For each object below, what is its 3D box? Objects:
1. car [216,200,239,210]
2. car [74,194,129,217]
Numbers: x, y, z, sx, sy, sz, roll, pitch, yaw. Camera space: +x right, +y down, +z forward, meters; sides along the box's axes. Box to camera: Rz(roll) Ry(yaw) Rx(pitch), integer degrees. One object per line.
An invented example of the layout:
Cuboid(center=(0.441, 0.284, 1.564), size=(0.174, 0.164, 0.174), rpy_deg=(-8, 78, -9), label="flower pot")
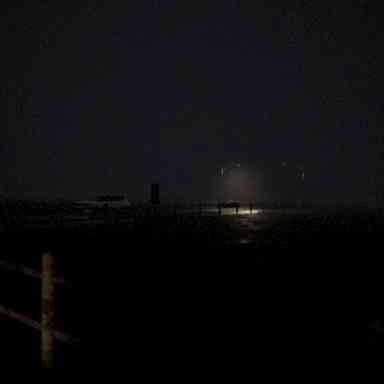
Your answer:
Cuboid(center=(5.561, 1.954, 51.626), size=(2.128, 1.511, 4.902), rpy_deg=(1, -1, 36), label="car")
Cuboid(center=(-8.529, 1.209, 31.925), size=(2.150, 2.045, 5.566), rpy_deg=(1, 0, 36), label="car")
